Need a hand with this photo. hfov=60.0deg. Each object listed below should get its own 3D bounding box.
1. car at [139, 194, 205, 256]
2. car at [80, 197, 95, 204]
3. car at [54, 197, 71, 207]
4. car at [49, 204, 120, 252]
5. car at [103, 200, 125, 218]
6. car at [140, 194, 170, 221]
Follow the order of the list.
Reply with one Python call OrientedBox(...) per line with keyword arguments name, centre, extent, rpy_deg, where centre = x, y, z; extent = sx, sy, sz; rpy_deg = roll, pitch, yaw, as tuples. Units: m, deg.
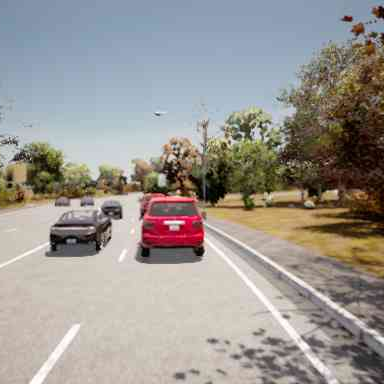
OrientedBox(name="car", centre=(-0.846, 1.206, 13.186), extent=(2.150, 2.045, 5.566), rpy_deg=(0, 0, -6))
OrientedBox(name="car", centre=(-15.784, 1.504, 50.344), extent=(1.994, 1.385, 4.181), rpy_deg=(0, 0, -14))
OrientedBox(name="car", centre=(-19.175, 1.505, 49.478), extent=(1.994, 1.385, 4.181), rpy_deg=(0, 0, -14))
OrientedBox(name="car", centre=(-4.473, 1.478, 13.949), extent=(2.128, 1.511, 4.902), rpy_deg=(0, 0, -7))
OrientedBox(name="car", centre=(-6.980, 1.472, 29.060), extent=(1.837, 1.490, 4.892), rpy_deg=(0, 1, -11))
OrientedBox(name="car", centre=(-3.294, 1.188, 28.531), extent=(2.150, 2.045, 5.566), rpy_deg=(0, 0, -11))
